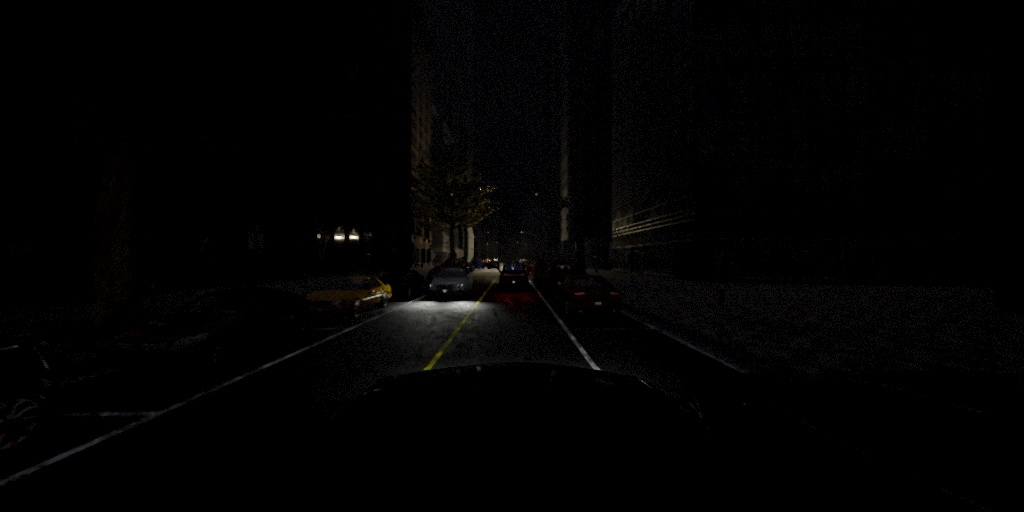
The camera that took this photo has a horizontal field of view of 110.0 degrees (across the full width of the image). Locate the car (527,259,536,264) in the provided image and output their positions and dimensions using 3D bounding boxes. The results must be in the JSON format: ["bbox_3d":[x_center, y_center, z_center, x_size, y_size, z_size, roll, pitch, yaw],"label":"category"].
[{"bbox_3d":[2.666,1.187,30.231,2.192,1.841,5.009,0,0,0],"label":"car"}]

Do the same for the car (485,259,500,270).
[{"bbox_3d":[-3.051,1.506,59.333,1.882,1.535,5.008,0,0,1],"label":"car"}]

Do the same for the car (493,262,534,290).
[{"bbox_3d":[0.099,1.334,23.488,2.128,1.511,4.902,0,0,0],"label":"car"}]

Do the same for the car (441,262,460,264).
[{"bbox_3d":[-5.859,1.417,30.239,1.888,1.381,4.507,0,0,0],"label":"car"}]

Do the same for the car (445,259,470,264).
[{"bbox_3d":[-5.860,1.213,35.879,2.192,1.841,5.009,0,0,0],"label":"car"}]

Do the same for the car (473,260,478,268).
[{"bbox_3d":[-5.860,1.534,47.157,1.802,1.307,4.207,0,0,0],"label":"car"}]

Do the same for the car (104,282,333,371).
[{"bbox_3d":[-5.858,1.355,7.682,1.802,1.307,4.207,0,0,0],"label":"car"}]

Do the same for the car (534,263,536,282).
[{"bbox_3d":[2.666,1.412,24.592,1.948,1.339,4.313,0,0,0],"label":"car"}]

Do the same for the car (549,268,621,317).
[{"bbox_3d":[2.667,1.341,13.315,1.888,1.381,4.507,0,0,0],"label":"car"}]

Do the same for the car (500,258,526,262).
[{"bbox_3d":[0.098,1.265,39.202,2.097,1.767,4.553,0,0,0],"label":"car"}]

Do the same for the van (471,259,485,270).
[{"bbox_3d":[-5.860,1.363,58.434,1.690,1.789,3.998,0,0,0],"label":"van"}]

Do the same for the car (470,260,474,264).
[{"bbox_3d":[-5.859,1.490,41.519,1.948,1.339,4.313,0,0,0],"label":"car"}]

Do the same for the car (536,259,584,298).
[{"bbox_3d":[2.667,1.135,18.954,2.192,1.841,5.009,0,0,0],"label":"car"}]

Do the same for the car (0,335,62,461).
[{"bbox_3d":[-5.858,1.191,2.042,1.967,1.591,4.097,0,0,0],"label":"car"}]

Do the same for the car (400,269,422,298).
[{"bbox_3d":[-5.859,1.386,18.961,1.948,1.339,4.313,0,0,0],"label":"car"}]

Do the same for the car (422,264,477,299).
[{"bbox_3d":[-3.088,1.345,18.747,1.812,1.442,4.674,0,0,0],"label":"car"}]

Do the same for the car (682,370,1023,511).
[{"bbox_3d":[2.668,1.317,2.038,1.948,1.339,4.313,0,0,0],"label":"car"}]

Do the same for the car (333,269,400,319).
[{"bbox_3d":[-5.858,1.321,13.151,1.751,1.417,4.829,0,0,0],"label":"car"}]
